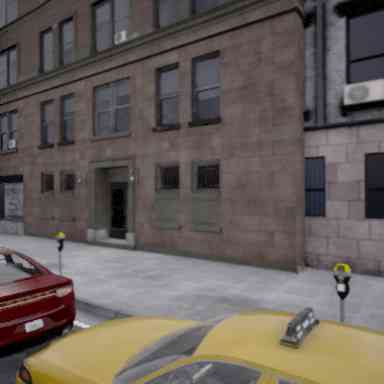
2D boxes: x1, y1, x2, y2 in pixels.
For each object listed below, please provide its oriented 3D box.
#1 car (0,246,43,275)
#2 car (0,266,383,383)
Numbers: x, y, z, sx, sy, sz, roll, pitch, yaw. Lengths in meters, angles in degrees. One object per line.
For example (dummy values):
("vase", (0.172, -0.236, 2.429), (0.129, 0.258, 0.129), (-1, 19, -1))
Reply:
("car", (-3.825, 1.577, 5.539), (4.507, 1.381, 1.887), (0, 0, 36))
("car", (0.528, 1.530, 2.432), (4.829, 1.417, 1.752), (0, 0, 36))
